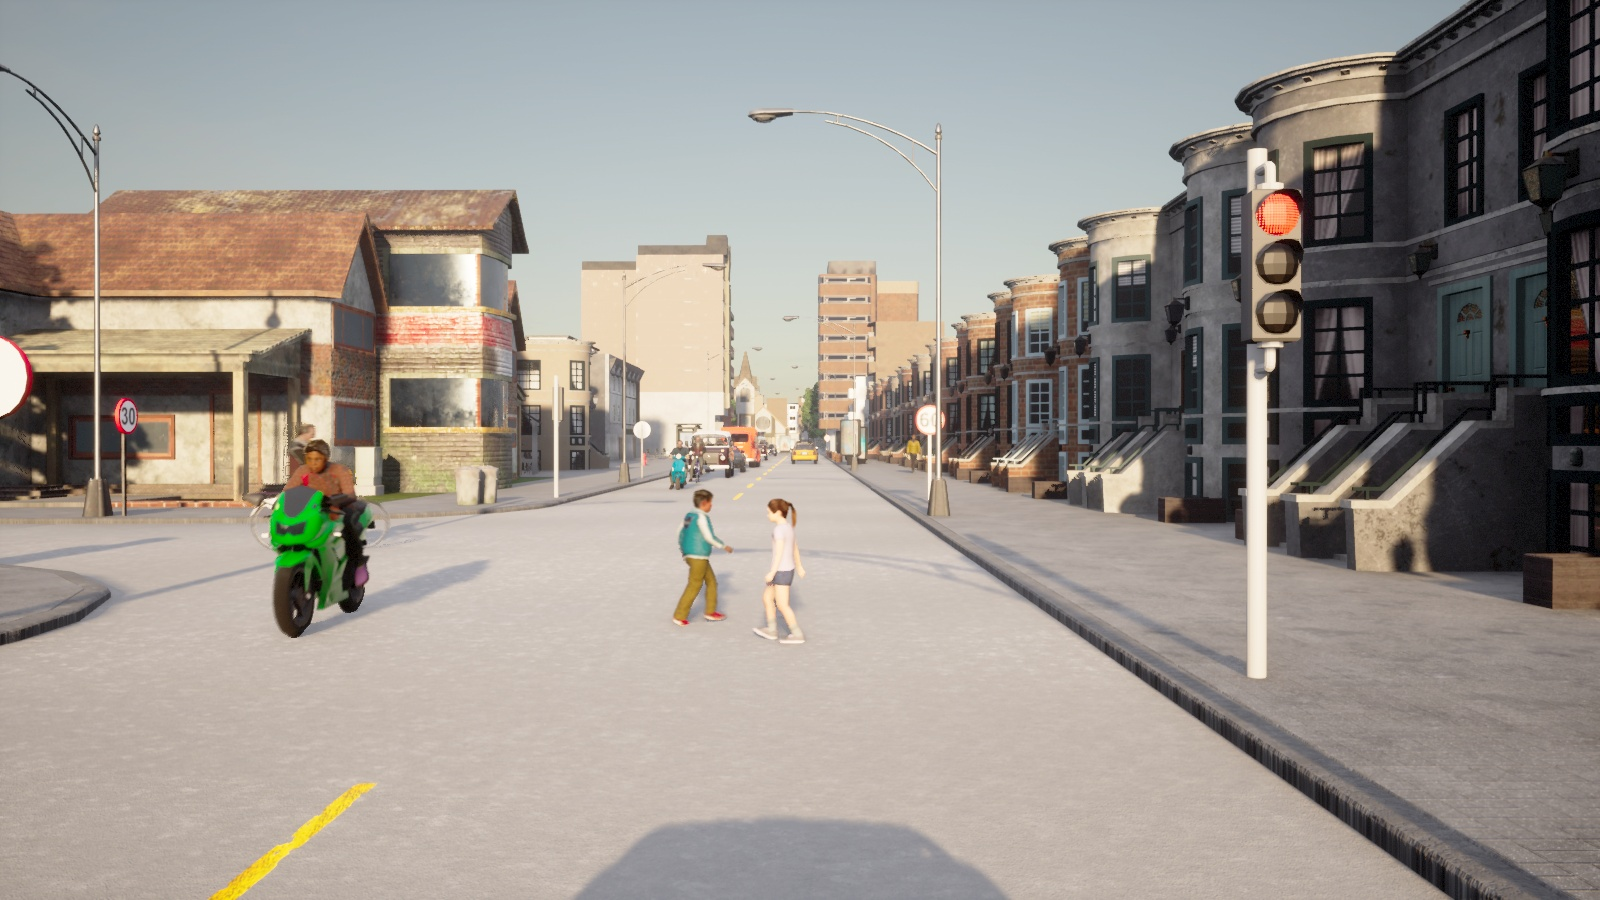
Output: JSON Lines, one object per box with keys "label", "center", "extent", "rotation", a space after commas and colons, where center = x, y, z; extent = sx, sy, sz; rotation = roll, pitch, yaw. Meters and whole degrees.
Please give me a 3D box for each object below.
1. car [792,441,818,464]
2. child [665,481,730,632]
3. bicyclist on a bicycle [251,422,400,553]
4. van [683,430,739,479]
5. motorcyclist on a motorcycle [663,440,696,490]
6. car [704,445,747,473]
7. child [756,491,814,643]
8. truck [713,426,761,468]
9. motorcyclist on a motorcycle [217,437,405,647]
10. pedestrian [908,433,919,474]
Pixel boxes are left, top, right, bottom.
{"label": "car", "center": [0.323, 0.180, 89.607], "extent": [1.801, 1.575, 5.366], "rotation": [0, 0, 0]}
{"label": "child", "center": [-0.844, 0.861, 10.319], "extent": [0.448, 1.192, 0.343], "rotation": [0, 0, -24]}
{"label": "bicyclist on a bicycle", "center": [-6.606, 0.513, 17.552], "extent": [1.843, 1.776, 0.659], "rotation": [0, -1, -9]}
{"label": "van", "center": [-3.807, 0.160, 54.387], "extent": [2.069, 2.038, 4.480], "rotation": [0, 0, 0]}
{"label": "motorcyclist on a motorcycle", "center": [-3.856, 0.469, 40.343], "extent": [0.866, 1.590, 1.817], "rotation": [0, 0, 0]}
{"label": "car", "center": [-3.775, 0.444, 64.332], "extent": [1.994, 1.385, 4.181], "rotation": [0, 0, 0]}
{"label": "child", "center": [-0.110, 0.865, 9.381], "extent": [0.394, 1.110, 0.255], "rotation": [0, 0, 10]}
{"label": "truck", "center": [-3.728, -0.157, 75.861], "extent": [2.627, 2.467, 5.204], "rotation": [0, -1, 0]}
{"label": "motorcyclist on a motorcycle", "center": [-3.892, 0.668, 10.196], "extent": [0.797, 1.523, 2.044], "rotation": [-1, 0, -3]}
{"label": "pedestrian", "center": [5.136, 0.140, 56.779], "extent": [0.431, 1.840, 0.709], "rotation": [0, 0, -2]}
